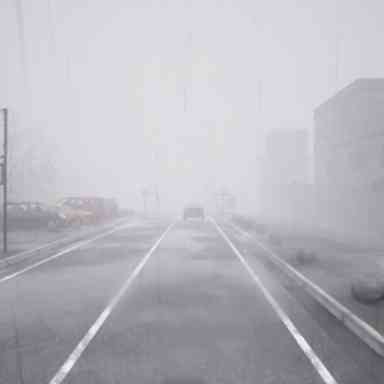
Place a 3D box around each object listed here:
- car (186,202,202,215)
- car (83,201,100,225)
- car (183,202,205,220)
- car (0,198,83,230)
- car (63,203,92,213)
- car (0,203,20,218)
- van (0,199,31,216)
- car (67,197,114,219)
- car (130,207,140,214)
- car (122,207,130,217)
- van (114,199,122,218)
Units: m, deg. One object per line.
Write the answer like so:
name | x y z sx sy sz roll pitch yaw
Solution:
car | 0.333 2.253 45.960 2.097 1.767 4.553 0 -3 1
car | -9.339 1.586 23.091 5.008 1.535 2.097 0 -1 0
car | 0.194 1.837 31.523 1.882 1.535 5.008 0 -2 1
car | -9.356 1.389 20.059 4.553 1.767 2.185 0 -1 0
car | -21.579 3.063 62.758 4.553 1.767 2.185 0 -3 0
car | -21.789 1.943 36.021 5.366 1.575 1.946 0 -2 0
van | -21.482 1.823 38.821 4.442 1.987 1.878 0 -2 0
car | -9.371 1.404 26.014 5.566 2.045 2.435 0 -2 0
car | -9.147 2.038 38.147 5.366 1.575 1.946 0 -2 0
car | -9.368 1.809 35.235 4.553 1.767 2.185 0 -2 0
van | -9.457 1.610 32.203 4.442 1.987 1.878 0 -2 0
